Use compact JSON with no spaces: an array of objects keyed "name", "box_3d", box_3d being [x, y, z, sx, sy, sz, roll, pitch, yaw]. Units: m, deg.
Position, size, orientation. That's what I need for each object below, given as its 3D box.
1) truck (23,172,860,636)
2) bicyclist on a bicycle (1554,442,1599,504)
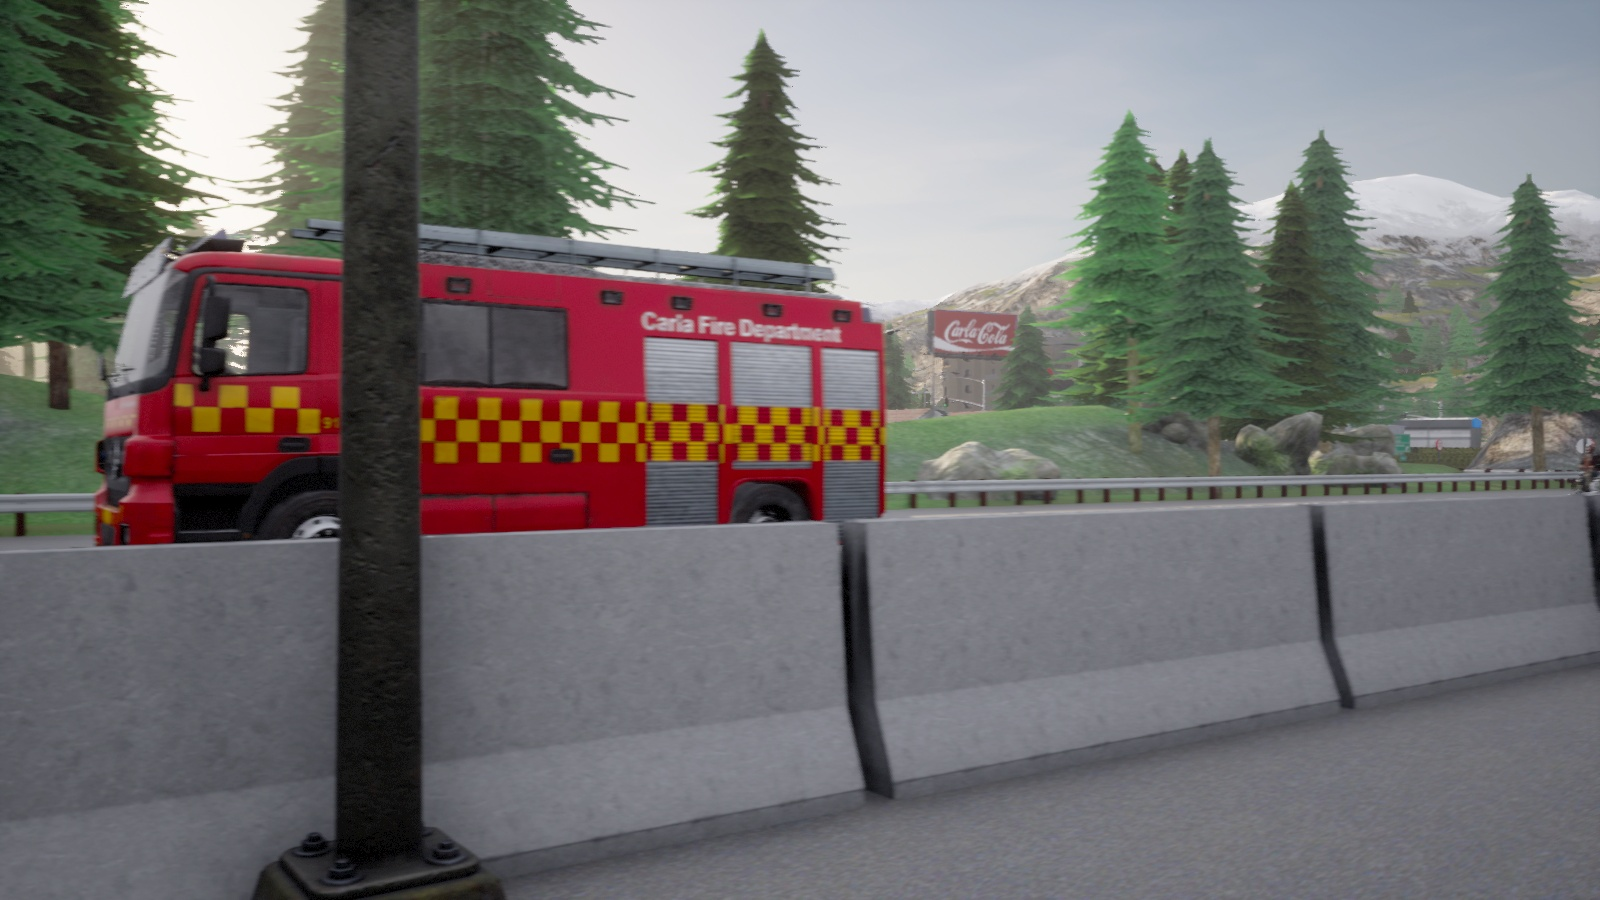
[{"name":"truck","box_3d":[-3.577,-0.378,13.967,8.468,3.827,2.891,0,0,-35]},{"name":"bicyclist on a bicycle","box_3d":[22.730,0.655,36.534,1.843,1.776,0.659,0,0,-35]}]
